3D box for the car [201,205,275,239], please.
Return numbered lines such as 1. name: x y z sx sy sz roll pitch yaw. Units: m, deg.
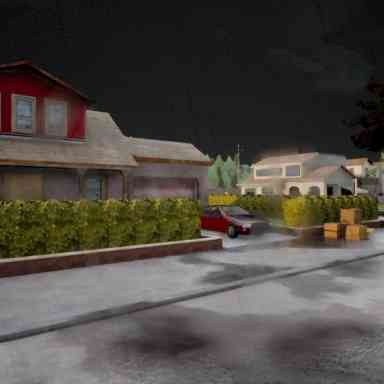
1. car: 1.561 1.356 16.546 2.033 1.415 5.357 0 0 -33
